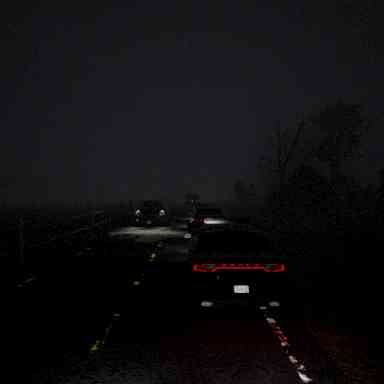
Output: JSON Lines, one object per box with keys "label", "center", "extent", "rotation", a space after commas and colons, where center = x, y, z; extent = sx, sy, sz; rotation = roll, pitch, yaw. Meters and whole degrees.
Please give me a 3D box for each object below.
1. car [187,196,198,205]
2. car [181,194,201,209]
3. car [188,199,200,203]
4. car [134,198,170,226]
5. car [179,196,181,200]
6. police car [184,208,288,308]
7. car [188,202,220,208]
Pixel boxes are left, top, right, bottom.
{"label": "car", "center": [0.047, 1.534, 60.562], "extent": [1.882, 1.535, 5.008], "rotation": [0, 0, 0]}
{"label": "car", "center": [0.073, 1.251, 45.948], "extent": [2.150, 2.045, 5.566], "rotation": [0, 0, 1]}
{"label": "car", "center": [0.844, 1.511, 24.055], "extent": [1.837, 1.490, 4.892], "rotation": [0, 0, 0]}
{"label": "car", "center": [-2.732, 1.357, 23.449], "extent": [2.097, 1.767, 4.553], "rotation": [0, 0, 0]}
{"label": "car", "center": [-2.676, 1.714, 95.551], "extent": [1.994, 1.385, 4.181], "rotation": [0, 0, 0]}
{"label": "police car", "center": [0.832, 1.426, 8.165], "extent": [1.930, 1.638, 5.238], "rotation": [0, 0, 0]}
{"label": "car", "center": [0.839, 1.509, 18.055], "extent": [1.837, 1.490, 4.892], "rotation": [0, 0, 0]}
